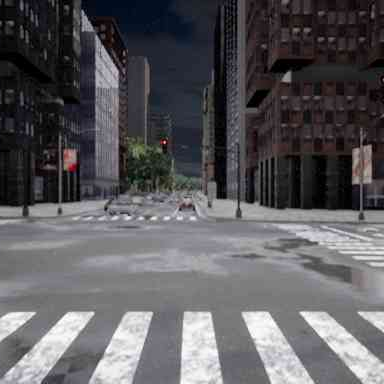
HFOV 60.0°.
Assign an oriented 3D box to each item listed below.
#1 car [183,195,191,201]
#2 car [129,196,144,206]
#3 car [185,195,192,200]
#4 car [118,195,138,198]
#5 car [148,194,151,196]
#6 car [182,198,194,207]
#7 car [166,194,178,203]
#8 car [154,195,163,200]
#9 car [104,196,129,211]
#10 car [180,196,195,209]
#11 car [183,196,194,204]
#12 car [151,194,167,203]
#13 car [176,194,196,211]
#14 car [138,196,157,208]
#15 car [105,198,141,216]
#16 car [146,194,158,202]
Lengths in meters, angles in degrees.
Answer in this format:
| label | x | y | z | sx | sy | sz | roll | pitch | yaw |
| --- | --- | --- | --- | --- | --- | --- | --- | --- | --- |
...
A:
| label | x | y | z | sx | sy | sz | roll | pitch | yaw |
| --- | --- | --- | --- | --- | --- | --- | --- | --- | --- |
| car | -1.201 | 1.506 | 83.020 | 1.837 | 1.490 | 4.892 | 0 | 0 | 0 |
| car | -9.174 | 1.492 | 55.413 | 1.752 | 1.417 | 4.829 | 0 | 0 | 0 |
| car | -0.853 | 1.564 | 93.597 | 1.887 | 1.381 | 4.507 | 0 | 0 | 0 |
| car | -9.118 | 1.272 | 44.731 | 2.192 | 1.841 | 5.009 | 0 | 0 | 0 |
| car | -9.262 | 1.568 | 71.861 | 1.802 | 1.307 | 4.206 | 0 | 0 | 0 |
| car | -0.621 | 1.544 | 50.197 | 1.802 | 1.307 | 4.206 | 0 | 0 | 0 |
| car | -3.465 | 1.579 | 65.948 | 1.895 | 1.301 | 4.718 | 0 | 0 | 0 |
| car | -9.377 | 1.564 | 93.564 | 1.887 | 1.381 | 4.507 | 0 | 0 | 0 |
| car | -9.088 | 1.519 | 39.305 | 1.947 | 1.339 | 4.313 | 0 | 0 | 0 |
| car | -0.592 | 1.397 | 44.773 | 1.967 | 1.590 | 4.097 | 0 | 0 | 0 |
| car | -0.679 | 1.517 | 61.047 | 1.887 | 1.381 | 4.507 | 0 | 0 | 0 |
| car | -6.483 | 1.526 | 66.026 | 2.033 | 1.411 | 5.357 | 0 | 0 | 0 |
| car | -0.564 | 1.393 | 39.348 | 1.967 | 1.590 | 4.097 | 0 | 0 | 0 |
| car | -6.454 | 1.560 | 46.846 | 1.895 | 1.301 | 4.718 | 0 | 0 | 0 |
| car | -6.481 | 1.547 | 31.649 | 1.895 | 1.301 | 4.718 | 0 | 0 | 1 |
| car | -9.291 | 1.308 | 77.287 | 2.192 | 1.841 | 5.009 | 0 | 0 | 0 |
